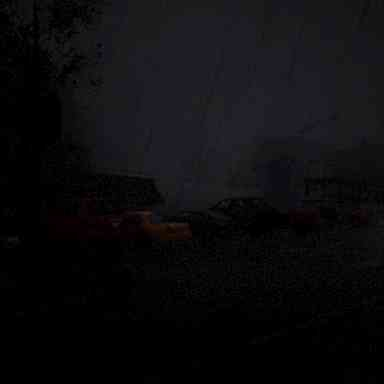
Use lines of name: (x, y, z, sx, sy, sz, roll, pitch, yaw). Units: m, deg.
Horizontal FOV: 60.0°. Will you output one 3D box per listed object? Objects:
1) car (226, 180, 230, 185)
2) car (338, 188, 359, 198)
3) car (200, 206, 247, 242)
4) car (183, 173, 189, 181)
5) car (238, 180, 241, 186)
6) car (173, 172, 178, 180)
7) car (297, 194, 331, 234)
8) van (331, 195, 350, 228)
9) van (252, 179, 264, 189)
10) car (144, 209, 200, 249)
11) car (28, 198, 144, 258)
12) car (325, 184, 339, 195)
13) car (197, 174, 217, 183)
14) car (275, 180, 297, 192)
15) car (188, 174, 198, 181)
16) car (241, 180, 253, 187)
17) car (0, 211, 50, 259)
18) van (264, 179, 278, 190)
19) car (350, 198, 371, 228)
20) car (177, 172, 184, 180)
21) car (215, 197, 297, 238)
car: (9.309, -2.140, 74.120, 2.002, 1.452, 4.674, 7, 3, 35)
car: (24.840, 0.313, 51.909, 2.002, 1.452, 4.674, 7, 3, 35)
car: (0.057, 1.580, 16.531, 4.674, 1.452, 2.002, -1, -1, 35)
car: (0.564, -3.673, 86.359, 2.185, 1.767, 4.553, 6, 3, 34)
car: (11.051, -1.866, 71.657, 2.002, 1.452, 4.674, 7, 3, 35)
car: (-2.936, -4.185, 91.178, 2.435, 2.045, 5.566, 1, -2, 34)
car: (4.998, 1.320, 19.994, 5.566, 2.045, 2.435, -1, -1, 35)
van: (7.537, 1.360, 21.664, 4.442, 1.987, 1.878, -1, -1, 35)
van: (14.456, -1.587, 66.605, 1.878, 1.987, 4.442, 7, 3, 35)
car: (-2.550, 1.523, 14.904, 5.366, 1.575, 1.946, -1, -1, 35)
car: (-4.869, 1.258, 13.077, 5.566, 2.045, 2.435, -1, -1, 35)
car: (23.151, -0.250, 54.383, 2.435, 2.045, 5.566, 7, 3, 35)
car: (4.207, -2.998, 81.632, 1.946, 1.575, 5.366, 7, 3, 34)
car: (17.942, -0.816, 61.770, 2.231, 1.521, 4.892, 7, 3, 35)
car: (2.357, -3.521, 83.893, 2.435, 2.045, 5.566, 7, 3, 34)
car: (12.882, -1.634, 69.336, 1.946, 1.575, 5.366, 7, 3, 35)
car: (-7.314, 1.523, 11.331, 4.792, 1.488, 2.163, -1, -1, 35)
van: (16.184, -1.314, 64.133, 1.878, 1.987, 4.442, 7, 3, 35)
car: (9.946, 1.477, 23.414, 4.553, 1.767, 2.185, -1, -1, 35)
car: (-1.166, -3.908, 88.830, 2.185, 1.767, 4.553, 4, 1, 33)
car: (2.485, 1.304, 18.290, 5.566, 2.045, 2.435, -1, -1, 35)
